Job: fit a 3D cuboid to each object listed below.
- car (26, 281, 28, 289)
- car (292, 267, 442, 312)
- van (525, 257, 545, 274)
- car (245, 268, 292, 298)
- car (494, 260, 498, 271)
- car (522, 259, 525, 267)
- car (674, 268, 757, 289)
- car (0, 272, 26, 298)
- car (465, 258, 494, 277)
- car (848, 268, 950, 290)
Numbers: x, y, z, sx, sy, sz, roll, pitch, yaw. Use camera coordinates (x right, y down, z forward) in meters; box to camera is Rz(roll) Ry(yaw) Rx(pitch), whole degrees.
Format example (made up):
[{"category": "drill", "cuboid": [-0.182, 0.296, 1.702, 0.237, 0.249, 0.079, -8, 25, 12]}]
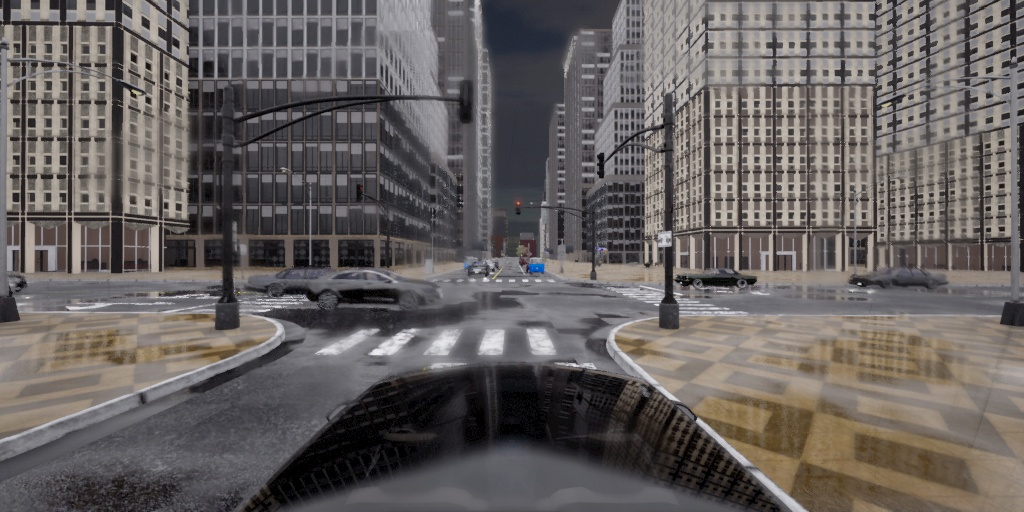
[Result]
[{"category": "car", "cuboid": [-25.547, 1.046, 16.478, 4.902, 1.511, 2.128, 0, 0, -1]}, {"category": "car", "cuboid": [-5.163, 1.224, 13.650, 4.902, 1.511, 2.128, 1, 0, -1]}, {"category": "van", "cuboid": [2.686, 1.090, 39.821, 1.690, 1.789, 3.998, 0, 0, 0]}, {"category": "car", "cuboid": [-9.552, 1.236, 17.311, 5.357, 1.411, 2.033, 1, 0, -10]}, {"category": "car", "cuboid": [-3.192, 1.275, 45.829, 1.812, 1.442, 4.674, 0, 0, 0]}, {"category": "car", "cuboid": [2.618, 1.295, 45.359, 1.888, 1.381, 4.507, 0, 0, 0]}, {"category": "car", "cuboid": [13.492, 1.483, 23.989, 4.718, 1.301, 1.895, 0, 0, -1]}, {"category": "car", "cuboid": [-21.627, 1.135, 13.308, 4.181, 1.385, 1.994, 0, 0, -1]}, {"category": "car", "cuboid": [-3.232, 1.241, 35.655, 2.128, 1.511, 4.902, 0, 0, 0]}, {"category": "car", "cuboid": [26.120, 1.510, 24.253, 5.357, 1.411, 2.033, 0, 0, -1]}]
